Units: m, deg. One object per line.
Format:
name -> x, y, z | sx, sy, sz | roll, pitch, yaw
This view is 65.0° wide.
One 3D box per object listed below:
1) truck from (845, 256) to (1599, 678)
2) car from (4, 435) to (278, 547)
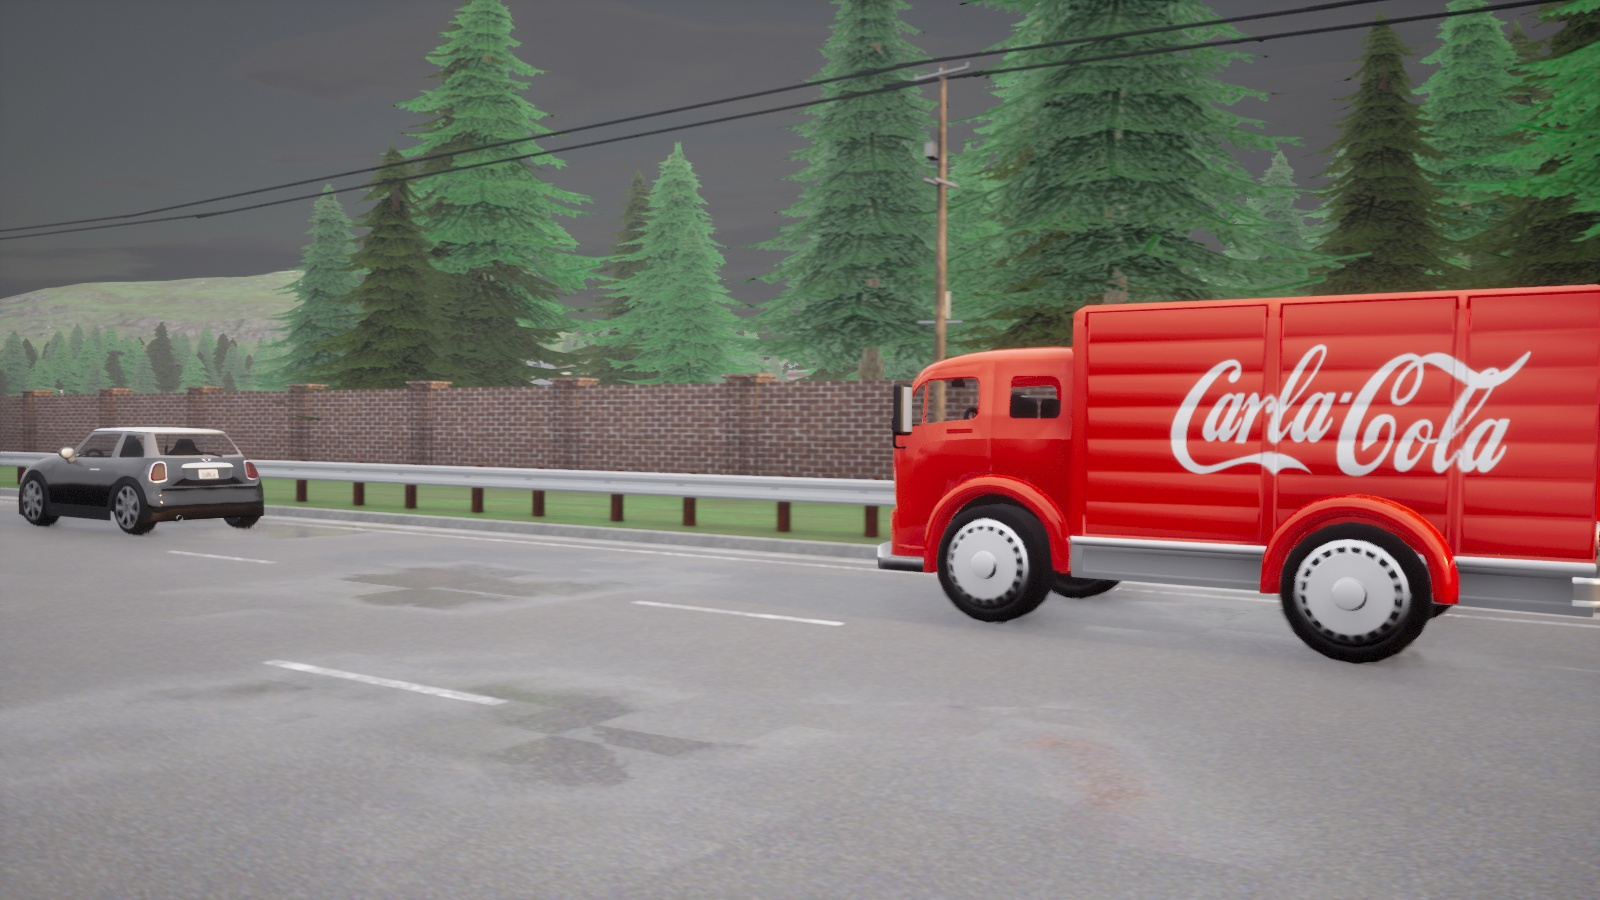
truck -> 3.267, 0.081, 9.847 | 5.204, 2.467, 2.627 | 0, 1, 34
car -> -9.729, 0.533, 18.488 | 3.806, 1.475, 1.970 | 0, 1, 34
